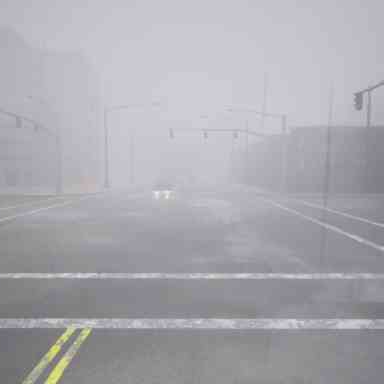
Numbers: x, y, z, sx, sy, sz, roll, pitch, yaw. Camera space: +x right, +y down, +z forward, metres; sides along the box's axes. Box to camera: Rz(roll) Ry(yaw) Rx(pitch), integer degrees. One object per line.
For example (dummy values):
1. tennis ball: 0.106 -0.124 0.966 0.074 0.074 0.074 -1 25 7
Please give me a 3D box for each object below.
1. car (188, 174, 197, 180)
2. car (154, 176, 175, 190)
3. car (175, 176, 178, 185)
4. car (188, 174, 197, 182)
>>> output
1. car: 0.107 -3.673 80.699 2.033 1.411 5.357 0 4 0
2. car: -3.543 -0.950 41.401 1.994 1.385 4.181 0 4 0
3. car: -3.526 -1.676 51.308 1.837 1.490 4.892 0 4 0
4. car: 0.094 -2.950 70.872 1.994 1.385 4.181 0 4 0
